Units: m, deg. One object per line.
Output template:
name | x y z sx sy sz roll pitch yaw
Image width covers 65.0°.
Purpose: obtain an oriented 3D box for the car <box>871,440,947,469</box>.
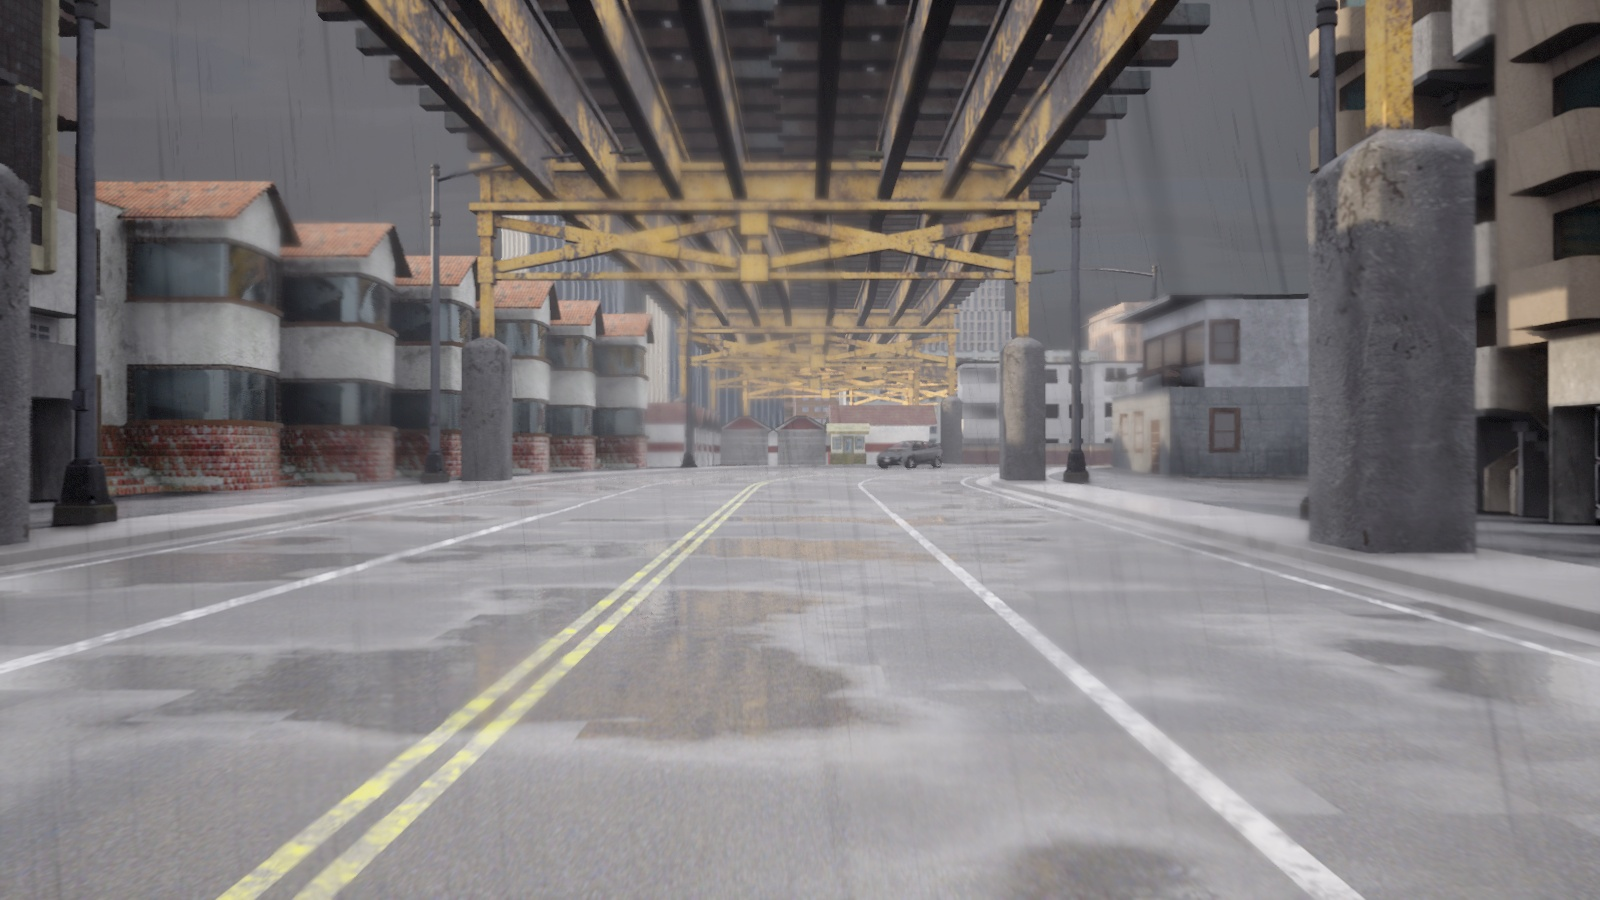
car | 5.966 0.235 68.274 2.007 1.525 4.514 0 0 37
